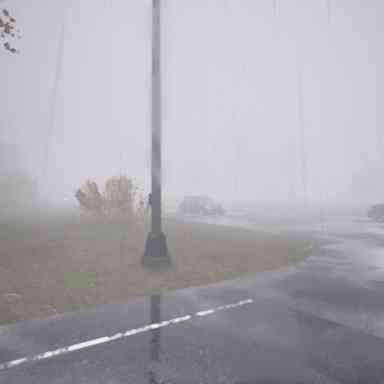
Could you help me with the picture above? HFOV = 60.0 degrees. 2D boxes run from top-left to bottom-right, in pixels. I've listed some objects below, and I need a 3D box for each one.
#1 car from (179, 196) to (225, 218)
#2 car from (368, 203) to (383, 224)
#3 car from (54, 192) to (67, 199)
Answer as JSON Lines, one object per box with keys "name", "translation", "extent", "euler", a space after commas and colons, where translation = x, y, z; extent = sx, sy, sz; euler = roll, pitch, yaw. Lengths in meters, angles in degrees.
{"name": "car", "translation": [0.812, 1.151, 28.475], "extent": [2.097, 1.767, 4.553], "euler": [-1, 1, -35]}
{"name": "car", "translation": [14.384, 1.144, 21.295], "extent": [2.150, 2.045, 5.566], "euler": [-1, 1, -35]}
{"name": "car", "translation": [-27.282, 0.762, 69.085], "extent": [1.994, 1.385, 4.181], "euler": [-1, 1, -31]}
